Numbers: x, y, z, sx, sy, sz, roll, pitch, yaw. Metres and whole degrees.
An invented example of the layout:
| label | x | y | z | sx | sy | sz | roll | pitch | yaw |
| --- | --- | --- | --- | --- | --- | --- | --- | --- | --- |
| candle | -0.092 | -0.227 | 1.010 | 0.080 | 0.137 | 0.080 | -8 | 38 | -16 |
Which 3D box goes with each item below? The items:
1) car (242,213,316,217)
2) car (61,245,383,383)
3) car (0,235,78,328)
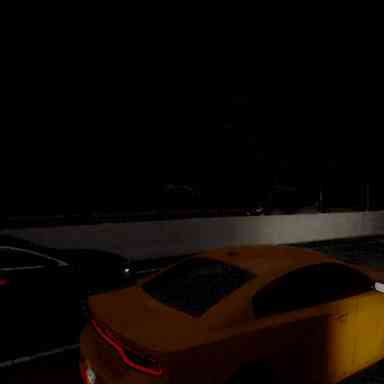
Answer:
| label | x | y | z | sx | sy | sz | roll | pitch | yaw |
| --- | --- | --- | --- | --- | --- | --- | --- | --- | --- |
| car | 6.237 | 1.096 | 23.250 | 5.566 | 2.045 | 2.150 | 0 | 0 | -24 |
| car | 1.167 | 1.454 | 4.334 | 5.008 | 1.535 | 1.882 | 0 | 0 | -33 |
| car | -3.326 | 1.474 | 5.529 | 4.902 | 1.511 | 2.128 | 0 | 0 | -35 |
